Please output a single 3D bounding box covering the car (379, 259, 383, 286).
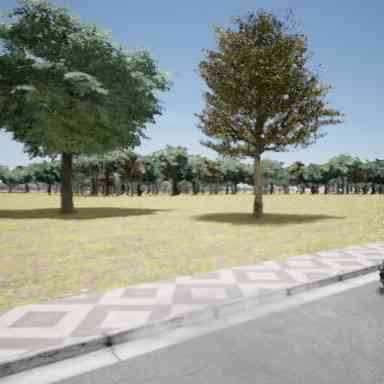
[{"bbox_3d":[6.321,1.510,7.881,4.674,1.442,1.812,0,0,-35],"label":"car"}]
